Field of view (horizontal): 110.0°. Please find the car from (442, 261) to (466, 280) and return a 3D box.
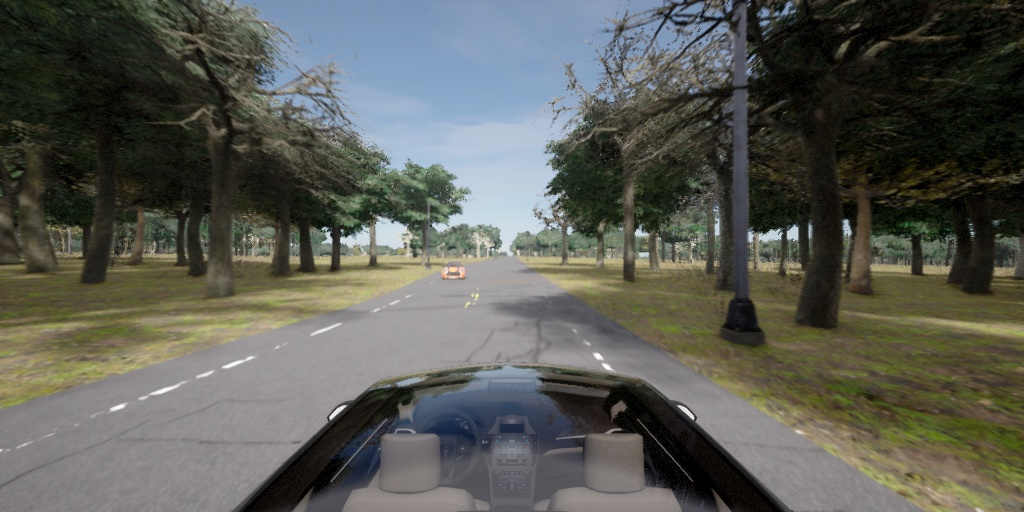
[{"bbox_3d":[-5.393,1.293,33.619,2.097,1.767,4.553,0,0,-7],"label":"car"}]
